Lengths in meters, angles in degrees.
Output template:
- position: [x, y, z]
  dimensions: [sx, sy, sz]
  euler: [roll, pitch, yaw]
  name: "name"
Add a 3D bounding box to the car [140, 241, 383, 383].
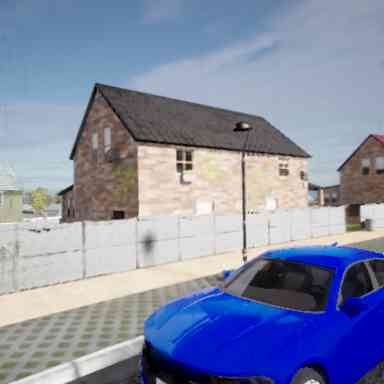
- position: [1.642, 1.539, 4.673]
  dimensions: [5.008, 1.535, 1.882]
  euler: [0, -1, -40]
  name: "car"
